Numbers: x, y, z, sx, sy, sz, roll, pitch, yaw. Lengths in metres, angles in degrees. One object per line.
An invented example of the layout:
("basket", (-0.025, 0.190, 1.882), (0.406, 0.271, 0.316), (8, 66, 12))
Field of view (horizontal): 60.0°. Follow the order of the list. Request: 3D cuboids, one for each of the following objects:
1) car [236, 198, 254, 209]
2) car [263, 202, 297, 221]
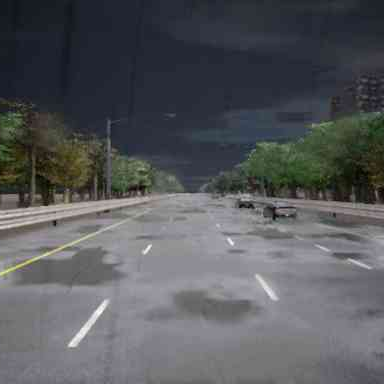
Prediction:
("car", (7.068, 1.533, 44.978), (1.882, 1.535, 5.008), (0, 0, 0))
("car", (7.018, 1.510, 26.883), (2.128, 1.511, 4.902), (0, 0, 0))
